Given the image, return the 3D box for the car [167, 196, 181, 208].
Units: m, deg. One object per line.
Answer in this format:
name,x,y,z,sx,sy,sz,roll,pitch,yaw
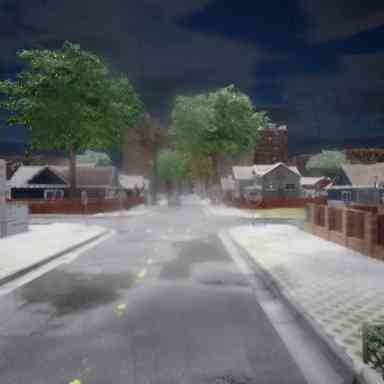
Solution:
car,-2.744,1.463,51.634,2.097,1.767,4.553,0,0,0
